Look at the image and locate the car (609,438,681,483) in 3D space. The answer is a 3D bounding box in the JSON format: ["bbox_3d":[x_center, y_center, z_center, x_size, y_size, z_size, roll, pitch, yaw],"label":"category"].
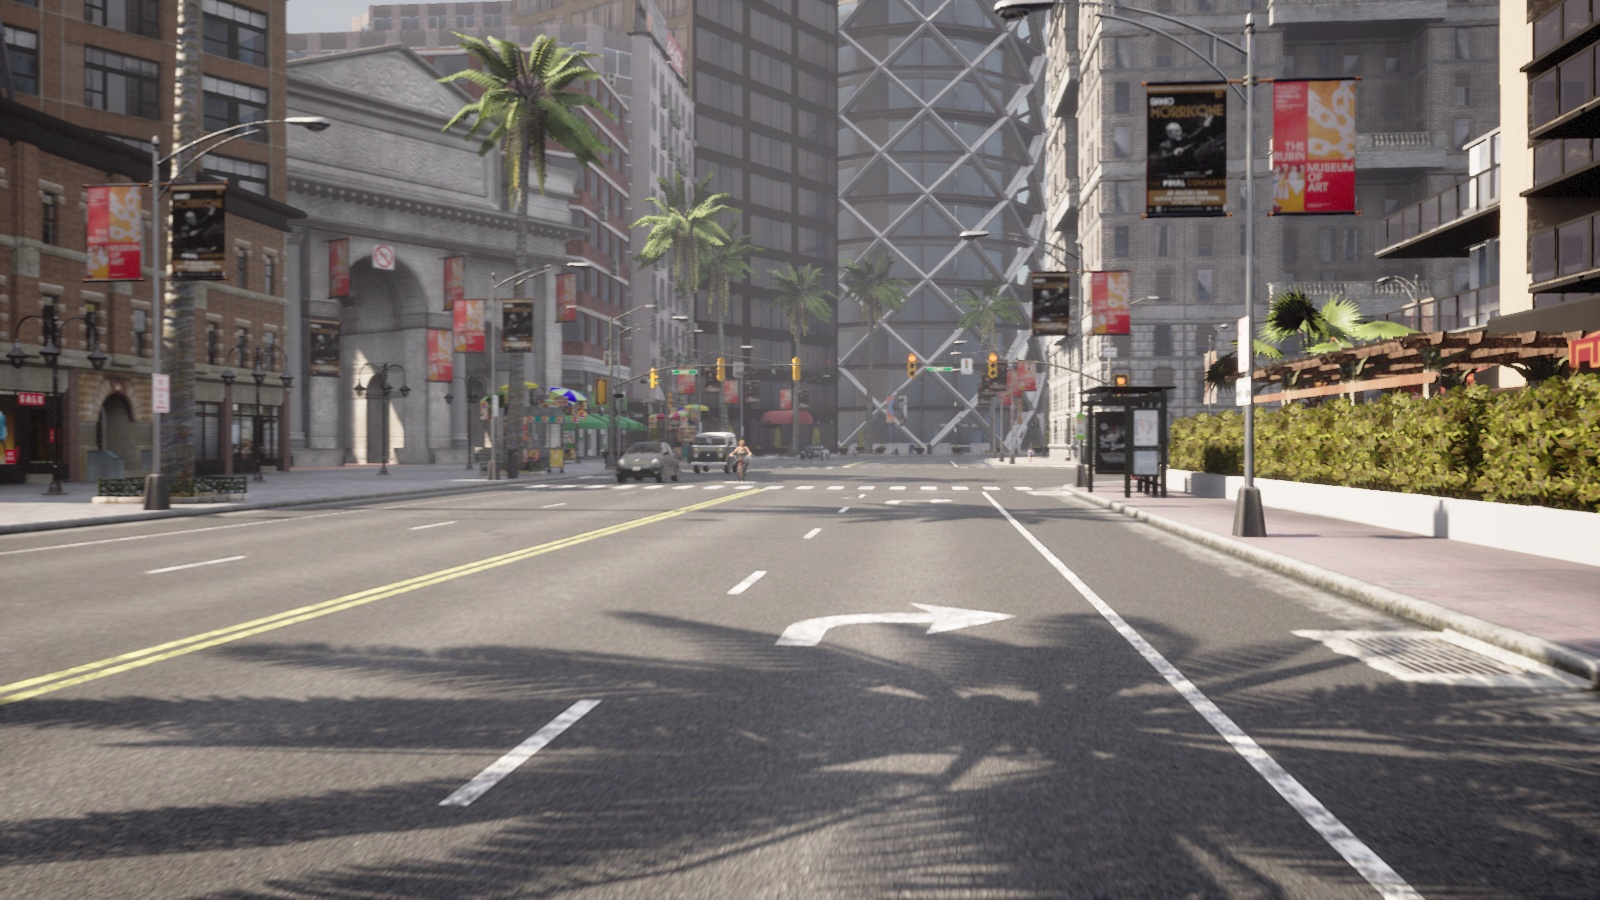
[{"bbox_3d":[-5.824,0.367,47.525,1.851,1.617,3.988,0,0,6],"label":"car"}]

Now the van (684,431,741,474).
[{"bbox_3d":[-4.285,0.111,62.302,2.069,2.038,4.480,0,0,6],"label":"van"}]
